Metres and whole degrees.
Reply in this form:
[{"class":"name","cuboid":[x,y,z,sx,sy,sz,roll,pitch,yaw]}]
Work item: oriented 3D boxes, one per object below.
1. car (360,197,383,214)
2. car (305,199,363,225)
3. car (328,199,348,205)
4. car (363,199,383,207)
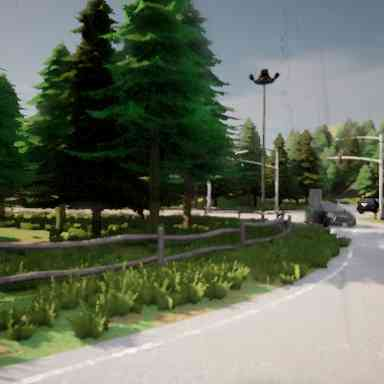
[{"class":"car","cuboid":[21.136,1.598,38.178,5.566,2.045,2.150,1,0,-37]},{"class":"car","cuboid":[10.040,1.582,24.411,2.097,1.767,4.553,0,0,-4]},{"class":"car","cuboid":[34.075,2.323,77.684,1.895,1.301,4.718,0,0,-14]},{"class":"car","cuboid":[34.071,2.034,62.696,1.812,1.442,4.674,0,0,8]}]
